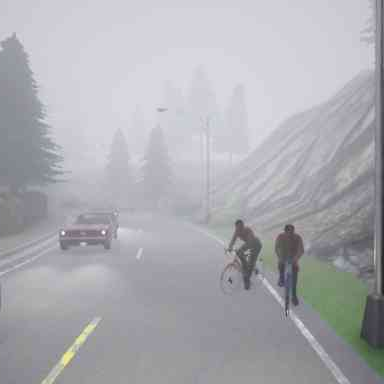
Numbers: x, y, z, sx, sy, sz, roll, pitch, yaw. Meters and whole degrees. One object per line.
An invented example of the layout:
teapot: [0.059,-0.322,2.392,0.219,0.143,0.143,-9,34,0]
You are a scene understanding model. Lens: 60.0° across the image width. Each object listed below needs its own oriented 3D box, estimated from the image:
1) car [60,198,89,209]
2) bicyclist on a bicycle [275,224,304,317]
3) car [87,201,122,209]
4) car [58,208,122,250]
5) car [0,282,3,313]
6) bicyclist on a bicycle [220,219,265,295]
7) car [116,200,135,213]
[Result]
car: [-15.820,1.520,45.359,5.357,1.411,2.033,0,0,37]
bicyclist on a bicycle: [1.877,1.433,6.462,0.582,1.620,1.656,2,1,17]
car: [-6.553,1.586,24.492,1.895,1.301,4.718,0,0,-18]
car: [-4.291,1.592,14.411,1.895,1.301,4.718,0,0,-8]
car: [-3.690,1.491,2.917,2.128,1.511,4.902,0,0,-1]
bicyclist on a bicycle: [1.182,1.440,7.579,1.656,1.620,0.582,-1,1,-44]
car: [-7.793,1.542,36.443,1.994,1.385,4.181,0,0,-29]
